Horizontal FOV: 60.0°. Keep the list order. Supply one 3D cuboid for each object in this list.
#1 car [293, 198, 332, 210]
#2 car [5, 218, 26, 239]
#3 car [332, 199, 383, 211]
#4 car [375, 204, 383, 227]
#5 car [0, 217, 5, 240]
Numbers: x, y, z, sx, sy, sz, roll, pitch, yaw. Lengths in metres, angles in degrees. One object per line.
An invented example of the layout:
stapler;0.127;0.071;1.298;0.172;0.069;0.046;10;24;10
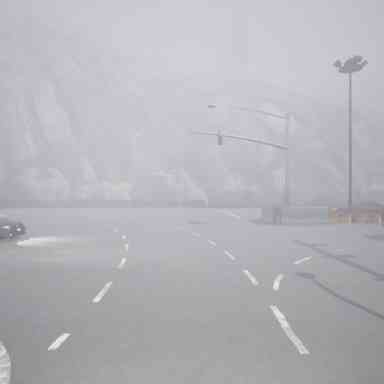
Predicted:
car;15.292;1.469;41.039;5.357;1.411;2.033;0;0;-3
car;-9.838;1.533;15.001;4.181;1.385;1.994;0;0;-3
car;15.584;1.506;30.540;4.181;1.385;1.994;0;0;-3
car;11.918;1.476;16.128;4.892;1.490;1.837;-1;0;-3
car;-9.495;1.577;11.513;4.718;1.301;1.895;0;0;-3
